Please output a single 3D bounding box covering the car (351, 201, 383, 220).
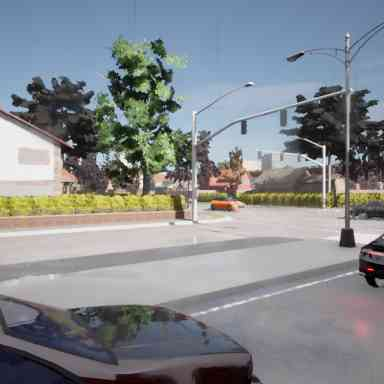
[{"bbox_3d":[15.194,1.505,26.139,4.892,1.490,1.837,0,1,41],"label":"car"}]

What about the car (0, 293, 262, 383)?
[{"bbox_3d":[-1.954,1.547,2.355,5.357,1.411,2.033,0,0,-35],"label":"car"}]

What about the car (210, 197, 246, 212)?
[{"bbox_3d":[4.182,1.352,38.660,2.097,1.767,4.553,0,0,-36],"label":"car"}]

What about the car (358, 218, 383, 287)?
[{"bbox_3d":[5.965,1.492,8.038,4.902,1.511,2.128,0,0,-35],"label":"car"}]
